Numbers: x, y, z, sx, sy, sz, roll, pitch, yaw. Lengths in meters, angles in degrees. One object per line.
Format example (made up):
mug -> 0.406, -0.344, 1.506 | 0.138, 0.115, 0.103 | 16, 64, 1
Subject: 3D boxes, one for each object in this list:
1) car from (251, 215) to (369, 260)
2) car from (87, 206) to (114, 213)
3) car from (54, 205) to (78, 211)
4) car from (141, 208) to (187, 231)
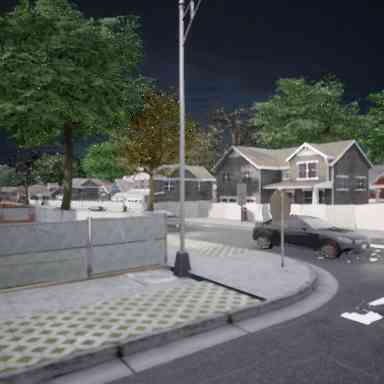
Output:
car -> 4.460, 1.650, 13.239 | 1.812, 1.442, 4.674 | 0, -1, -38
car -> -8.725, 2.056, 31.274 | 1.994, 1.385, 4.181 | 0, -1, -36
car -> -15.524, 2.275, 40.679 | 1.895, 1.301, 4.718 | 0, -1, -36
car -> -2.231, 1.838, 22.323 | 1.812, 1.442, 4.674 | 0, -1, -36
